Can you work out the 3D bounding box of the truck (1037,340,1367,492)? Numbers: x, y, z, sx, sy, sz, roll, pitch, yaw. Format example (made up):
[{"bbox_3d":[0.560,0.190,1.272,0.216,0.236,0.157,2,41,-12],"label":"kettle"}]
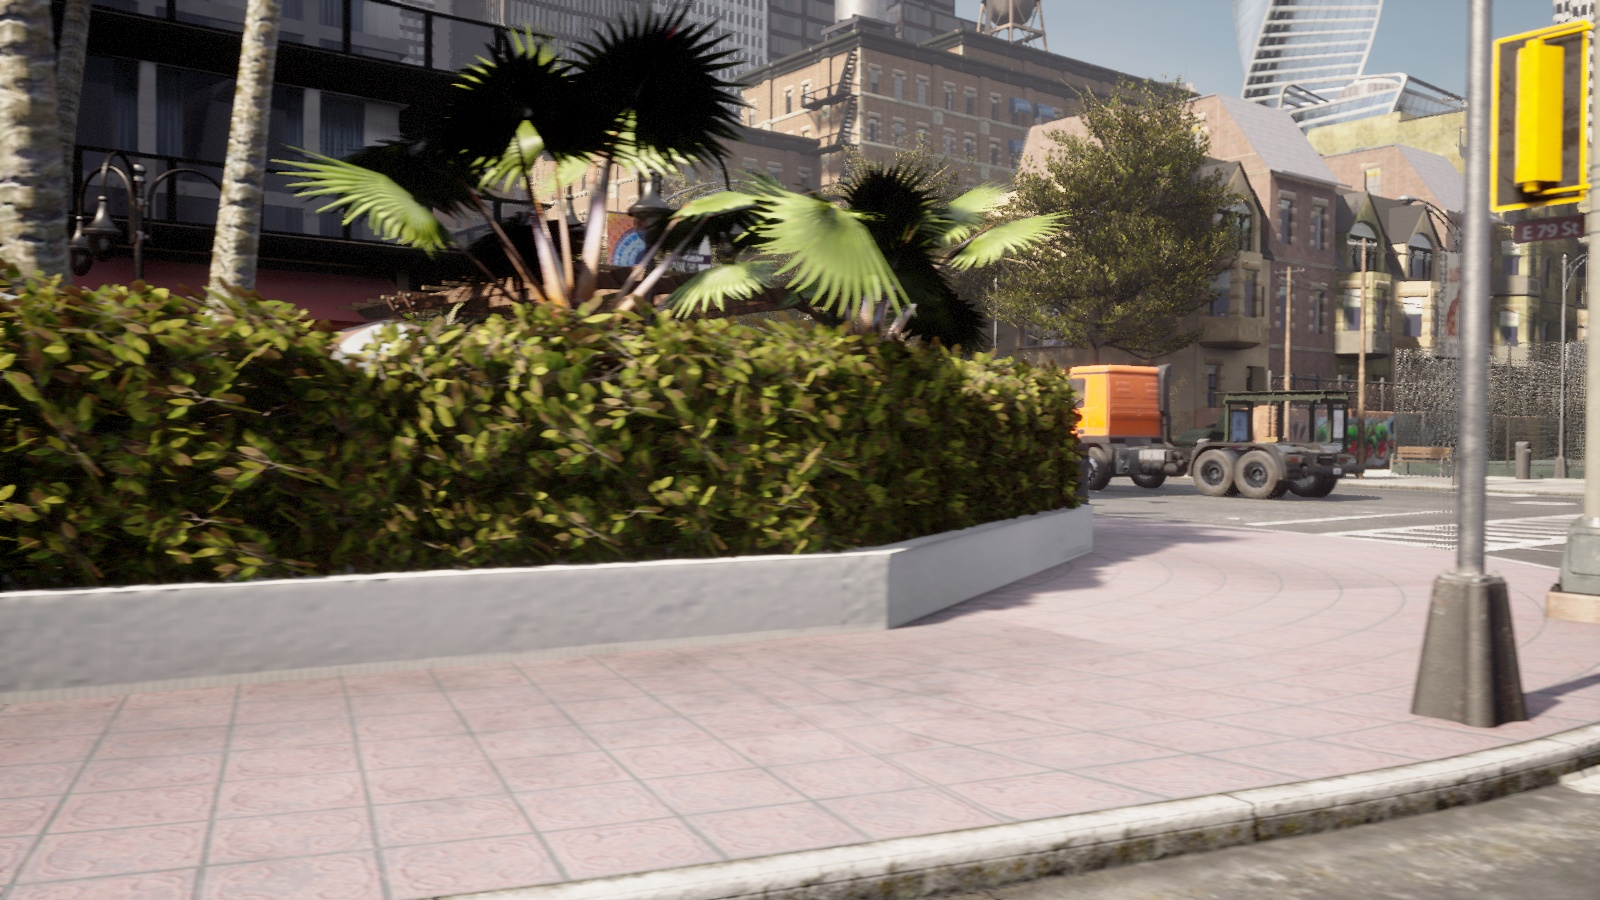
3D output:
[{"bbox_3d":[10.158,-0.826,32.657,2.891,3.462,7.936,-1,1,-37],"label":"truck"}]
